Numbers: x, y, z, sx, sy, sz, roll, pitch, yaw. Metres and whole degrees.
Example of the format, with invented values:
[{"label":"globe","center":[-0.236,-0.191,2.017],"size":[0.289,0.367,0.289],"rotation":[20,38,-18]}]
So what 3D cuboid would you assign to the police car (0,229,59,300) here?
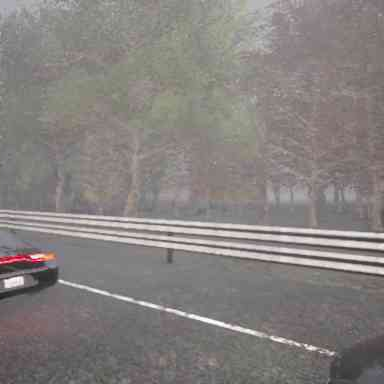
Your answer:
[{"label":"police car","center":[-5.278,1.515,7.658],"size":[4.974,1.542,2.038],"rotation":[0,0,36]}]

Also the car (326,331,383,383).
[{"label":"car","center":[3.180,1.525,1.733],"size":[4.674,1.442,1.812],"rotation":[0,0,36]}]
